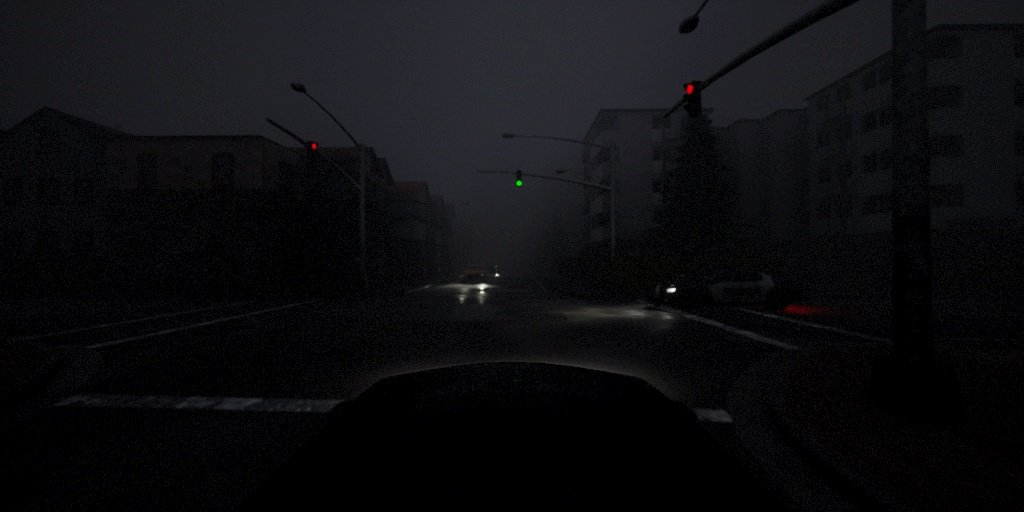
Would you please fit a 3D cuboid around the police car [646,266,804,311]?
[{"bbox_3d":[7.620,1.159,13.240,4.974,1.542,2.038,0,0,1],"label":"police car"}]

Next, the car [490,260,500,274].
[{"bbox_3d":[-2.791,1.481,49.260,2.097,1.767,4.553,0,0,1],"label":"car"}]

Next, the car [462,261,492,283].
[{"bbox_3d":[-3.121,1.467,31.319,1.882,1.535,5.008,0,0,1],"label":"car"}]
